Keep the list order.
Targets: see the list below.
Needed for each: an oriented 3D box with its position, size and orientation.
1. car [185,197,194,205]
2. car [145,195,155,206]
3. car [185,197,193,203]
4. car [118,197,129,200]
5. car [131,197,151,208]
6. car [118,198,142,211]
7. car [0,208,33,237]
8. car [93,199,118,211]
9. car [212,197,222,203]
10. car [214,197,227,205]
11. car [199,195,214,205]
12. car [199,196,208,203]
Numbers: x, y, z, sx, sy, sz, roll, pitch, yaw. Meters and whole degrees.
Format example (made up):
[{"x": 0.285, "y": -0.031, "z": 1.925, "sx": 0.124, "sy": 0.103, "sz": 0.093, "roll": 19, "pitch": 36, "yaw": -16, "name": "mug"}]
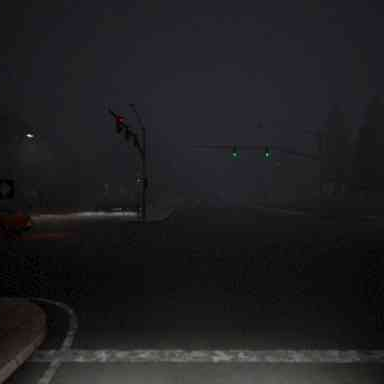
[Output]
[{"x": -0.576, "y": 1.946, "z": 72.663, "sx": 1.882, "sy": 1.535, "sz": 5.008, "roll": 0, "pitch": 0, "yaw": -1, "name": "car"}, {"x": -8.499, "y": 1.640, "z": 65.084, "sx": 2.150, "sy": 2.045, "sz": 5.566, "roll": 0, "pitch": 0, "yaw": 0, "name": "car"}, {"x": -0.734, "y": 2.040, "z": 83.101, "sx": 1.994, "sy": 1.385, "sz": 4.181, "roll": 0, "pitch": 0, "yaw": -1, "name": "car"}, {"x": -11.877, "y": 1.870, "z": 53.503, "sx": 1.812, "sy": 1.442, "sz": 4.674, "roll": 0, "pitch": 0, "yaw": -1, "name": "car"}, {"x": -8.392, "y": 1.897, "z": 54.376, "sx": 2.033, "sy": 1.411, "sz": 5.357, "roll": 0, "pitch": 0, "yaw": -1, "name": "car"}, {"x": -8.254, "y": 1.889, "z": 44.731, "sx": 1.895, "sy": 1.301, "sz": 4.718, "roll": 0, "pitch": 0, "yaw": -1, "name": "car"}, {"x": -11.399, "y": 1.595, "z": 18.221, "sx": 5.008, "sy": 1.535, "sz": 1.882, "roll": 0, "pitch": 0, "yaw": 0, "name": "car"}, {"x": -11.753, "y": 1.888, "z": 44.602, "sx": 1.895, "sy": 1.301, "sz": 4.718, "roll": 0, "pitch": 0, "yaw": -1, "name": "car"}, {"x": 6.265, "y": 2.018, "z": 83.218, "sx": 2.128, "sy": 1.511, "sz": 4.902, "roll": 0, "pitch": 0, "yaw": -1, "name": "car"}, {"x": 6.417, "y": 1.996, "z": 73.142, "sx": 1.812, "sy": 1.442, "sz": 4.674, "roll": 0, "pitch": 0, "yaw": -1, "name": "car"}, {"x": 2.925, "y": 1.693, "z": 72.629, "sx": 2.150, "sy": 2.045, "sz": 5.566, "roll": 0, "pitch": 0, "yaw": -1, "name": "car"}, {"x": 2.766, "y": 1.855, "z": 83.151, "sx": 2.097, "sy": 1.767, "sz": 4.553, "roll": 0, "pitch": 0, "yaw": -1, "name": "car"}]
